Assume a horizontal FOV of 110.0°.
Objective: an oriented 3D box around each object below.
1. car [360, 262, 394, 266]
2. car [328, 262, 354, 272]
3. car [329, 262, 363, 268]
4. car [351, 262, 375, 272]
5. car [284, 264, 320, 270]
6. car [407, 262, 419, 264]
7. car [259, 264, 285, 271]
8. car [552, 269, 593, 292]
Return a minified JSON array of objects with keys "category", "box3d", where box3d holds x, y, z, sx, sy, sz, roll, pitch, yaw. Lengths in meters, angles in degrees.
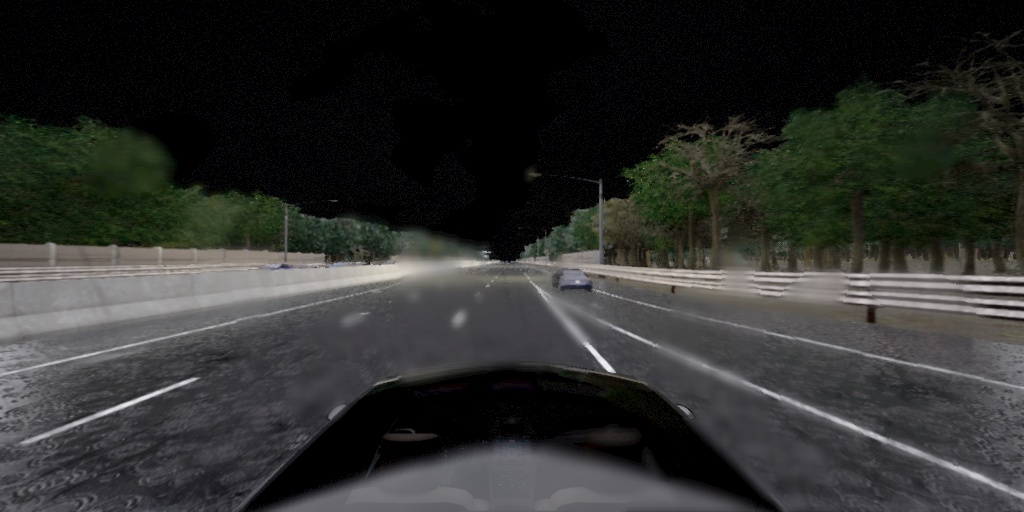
[{"category":"car","box3d":[-17.543,1.751,46.754,1.895,1.301,4.718,0,-1,1]},{"category":"car","box3d":[-28.012,1.736,58.788,1.882,1.535,5.008,0,0,0]},{"category":"car","box3d":[-21.044,1.638,46.195,2.128,1.511,4.902,0,-1,0]},{"category":"car","box3d":[-24.513,1.764,59.248,1.837,1.490,4.892,0,0,0]},{"category":"car","box3d":[-24.561,1.717,42.965,1.895,1.301,4.718,0,-1,1]},{"category":"car","box3d":[-17.504,1.802,63.029,1.837,1.490,4.892,0,-1,0]},{"category":"car","box3d":[-28.060,1.641,42.890,1.812,1.442,4.674,0,0,0]},{"category":"car","box3d":[3.780,1.503,22.956,1.994,1.385,4.181,0,-1,-2]}]
